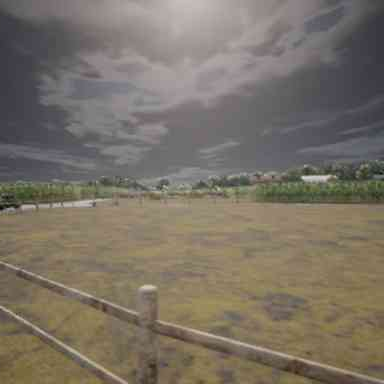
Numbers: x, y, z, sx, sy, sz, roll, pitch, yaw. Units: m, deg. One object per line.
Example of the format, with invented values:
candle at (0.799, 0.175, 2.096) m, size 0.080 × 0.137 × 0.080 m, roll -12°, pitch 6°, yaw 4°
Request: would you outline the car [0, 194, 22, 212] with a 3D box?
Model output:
car at (-22.604, 1.282, 39.869) m, size 2.150 × 2.045 × 5.566 m, roll -2°, pitch 1°, yaw -3°
